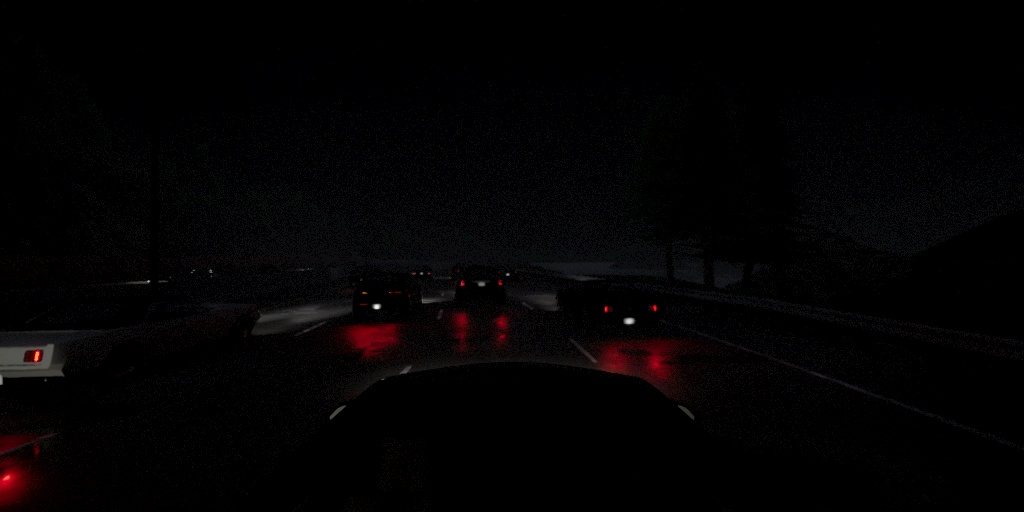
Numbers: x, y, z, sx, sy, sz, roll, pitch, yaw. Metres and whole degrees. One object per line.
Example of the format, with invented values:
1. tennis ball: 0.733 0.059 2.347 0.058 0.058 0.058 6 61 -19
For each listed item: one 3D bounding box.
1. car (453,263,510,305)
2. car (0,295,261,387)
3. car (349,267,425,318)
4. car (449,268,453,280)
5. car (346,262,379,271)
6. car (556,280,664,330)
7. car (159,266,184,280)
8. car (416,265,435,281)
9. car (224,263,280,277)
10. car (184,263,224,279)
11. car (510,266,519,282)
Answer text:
1. car: -1.585 1.207 16.939 2.097 1.767 4.553 0 0 -9
2. car: -7.306 1.427 7.133 1.895 1.301 4.718 0 0 -4
3. car: -4.603 1.357 13.702 1.837 1.490 4.892 0 0 -8
4. car: -4.868 1.488 34.344 1.837 1.490 4.892 0 0 -11
5. car: -10.375 1.441 26.145 1.882 1.535 5.008 0 0 -11
6. car: 2.772 1.396 11.416 1.895 1.301 4.718 0 0 -6
7. car: -34.003 1.726 36.307 1.994 1.385 4.181 0 0 -11
8. car: -8.062 1.538 32.509 2.033 1.411 5.357 0 0 -11
9. car: -22.263 1.540 31.125 1.882 1.535 5.008 0 -1 -11
10. car: -30.520 1.495 36.732 2.097 1.767 4.553 0 0 -11
11. car: -0.723 1.505 31.427 1.994 1.385 4.181 0 0 -11
